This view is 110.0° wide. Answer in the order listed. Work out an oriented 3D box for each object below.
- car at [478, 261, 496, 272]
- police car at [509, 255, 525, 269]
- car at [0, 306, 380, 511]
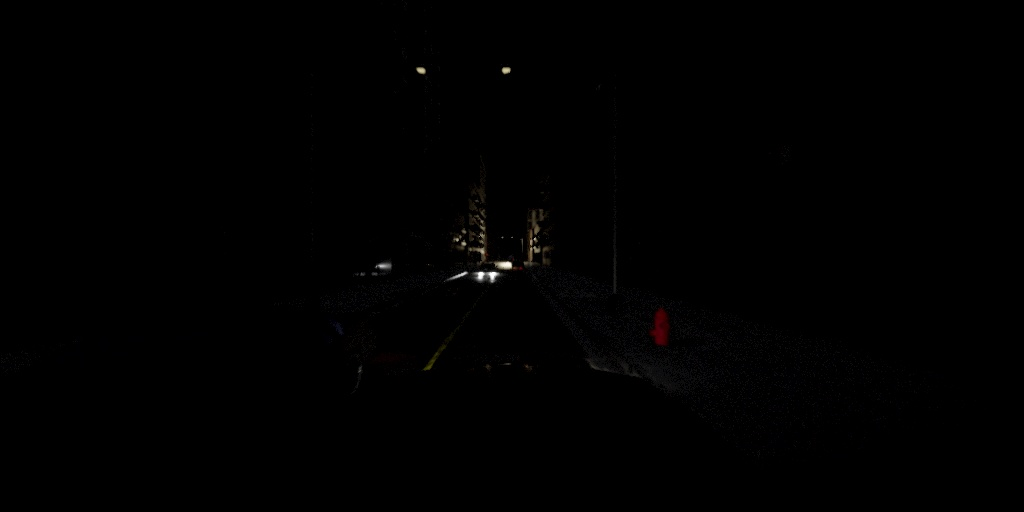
[{"bbox_3d":[-3.069,1.279,44.589,1.895,1.301,4.718,0,0,0],"label":"car"},{"bbox_3d":[0.915,1.097,54.906,1.930,1.638,5.238,0,0,0],"label":"police car"},{"bbox_3d":[-3.099,1.292,3.668,2.033,1.411,5.357,0,0,0],"label":"car"}]
